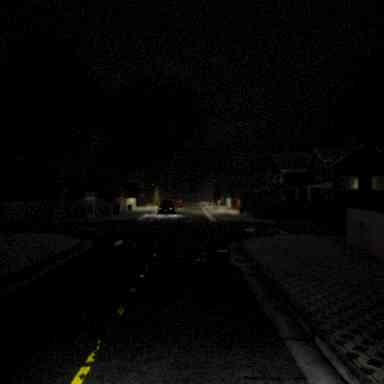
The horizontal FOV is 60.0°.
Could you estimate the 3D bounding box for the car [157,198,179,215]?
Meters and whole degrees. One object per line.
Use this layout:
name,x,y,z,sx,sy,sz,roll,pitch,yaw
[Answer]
car,-2.763,1.692,37.178,1.837,1.490,4.892,0,0,0

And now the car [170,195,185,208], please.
car,-2.682,1.504,54.125,2.150,2.045,5.566,0,-1,1
